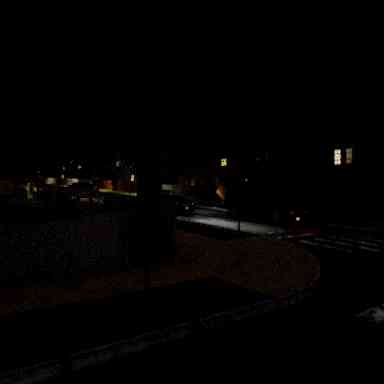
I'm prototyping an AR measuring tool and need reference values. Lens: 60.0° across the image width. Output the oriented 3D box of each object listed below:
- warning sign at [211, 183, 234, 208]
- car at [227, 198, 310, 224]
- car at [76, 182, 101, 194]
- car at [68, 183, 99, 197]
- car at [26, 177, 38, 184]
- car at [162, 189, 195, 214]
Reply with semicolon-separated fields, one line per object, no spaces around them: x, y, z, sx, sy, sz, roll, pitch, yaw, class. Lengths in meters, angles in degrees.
2.349;0.229;25.654;1.300;1.860;1.060;-3;2;-35;warning sign
4.225;1.003;19.200;1.895;1.301;4.718;0;3;-37;car
-13.733;-0.529;44.071;1.812;1.442;4.674;0;3;-35;car
-12.434;-0.293;37.271;1.882;1.535;5.008;0;3;-35;car
-39.465;-2.908;81.741;2.097;1.767;4.553;-3;4;-35;car
-1.710;0.600;22.173;2.128;1.511;4.902;0;3;-35;car
